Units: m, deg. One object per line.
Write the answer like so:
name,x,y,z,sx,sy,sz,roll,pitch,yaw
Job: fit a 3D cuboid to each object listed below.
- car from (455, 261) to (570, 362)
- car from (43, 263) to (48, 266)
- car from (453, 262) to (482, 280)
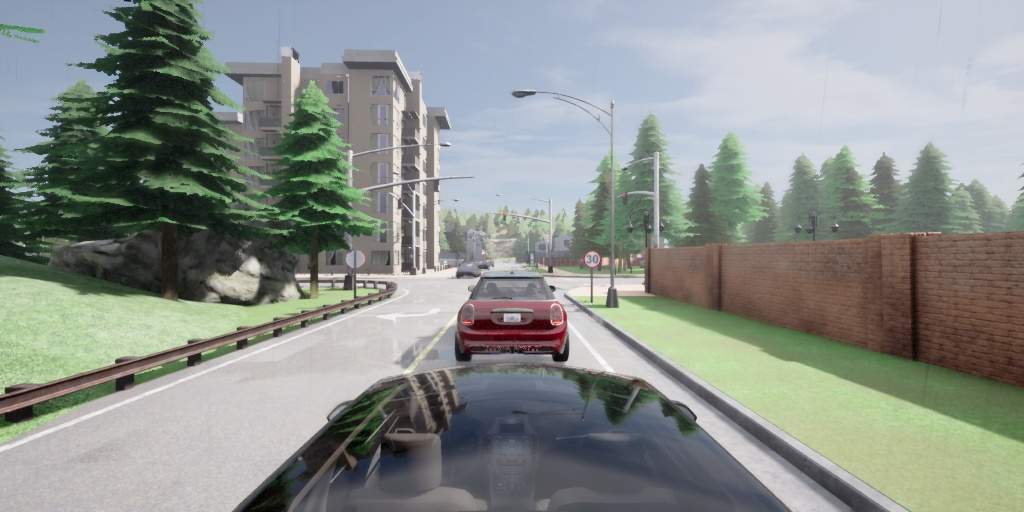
car,0.002,1.102,8.402,2.097,1.767,4.553,0,0,0
car,-30.940,0.987,24.700,5.566,2.045,2.150,0,0,-1
car,-3.877,1.296,32.353,2.033,1.411,5.357,0,0,0
